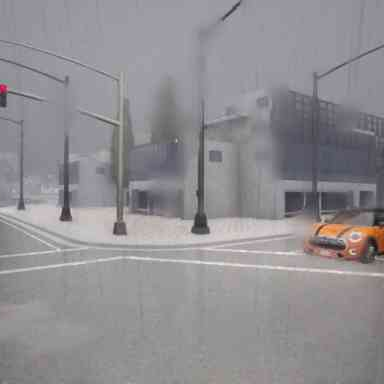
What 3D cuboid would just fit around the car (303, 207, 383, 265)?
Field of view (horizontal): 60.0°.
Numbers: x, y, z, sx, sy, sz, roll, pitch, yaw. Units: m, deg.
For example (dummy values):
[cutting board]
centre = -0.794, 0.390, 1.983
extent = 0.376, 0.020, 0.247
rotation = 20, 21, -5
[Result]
[car]
centre = 6.050, 1.386, 12.009
extent = 4.553, 1.767, 2.097
rotation = 0, 0, -37
